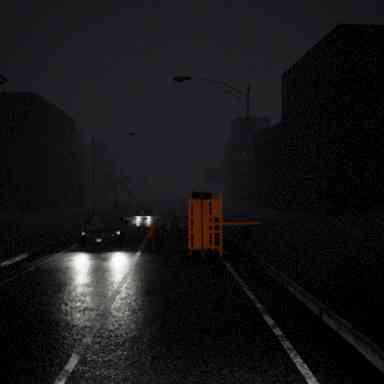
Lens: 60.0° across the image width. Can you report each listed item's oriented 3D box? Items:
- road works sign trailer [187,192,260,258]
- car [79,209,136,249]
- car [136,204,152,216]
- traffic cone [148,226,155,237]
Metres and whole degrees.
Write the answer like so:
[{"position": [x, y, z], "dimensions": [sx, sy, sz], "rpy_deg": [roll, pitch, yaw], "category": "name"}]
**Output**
[{"position": [0.819, 1.163, 13.261], "dimensions": [2.880, 2.380, 3.560], "rpy_deg": [0, -1, -13], "category": "road works sign trailer"}, {"position": [-3.875, 1.692, 15.534], "dimensions": [1.812, 1.442, 4.674], "rpy_deg": [0, -1, -4], "category": "car"}, {"position": [-5.866, 2.203, 40.642], "dimensions": [1.994, 1.385, 4.181], "rpy_deg": [0, 0, -5], "category": "car"}, {"position": [-2.243, 2.180, 18.376], "dimensions": [0.340, 0.580, 0.340], "rpy_deg": [-1, -2, -5], "category": "traffic cone"}]
